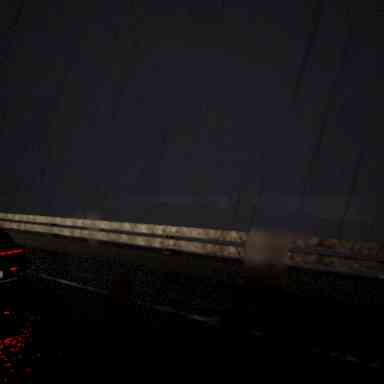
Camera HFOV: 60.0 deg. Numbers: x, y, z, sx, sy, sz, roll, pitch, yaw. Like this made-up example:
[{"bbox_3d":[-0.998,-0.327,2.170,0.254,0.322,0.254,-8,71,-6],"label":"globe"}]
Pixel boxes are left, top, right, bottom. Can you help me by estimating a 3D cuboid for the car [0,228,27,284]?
[{"bbox_3d":[-6.064,1.499,8.375,4.892,1.490,1.837,0,0,36],"label":"car"}]
